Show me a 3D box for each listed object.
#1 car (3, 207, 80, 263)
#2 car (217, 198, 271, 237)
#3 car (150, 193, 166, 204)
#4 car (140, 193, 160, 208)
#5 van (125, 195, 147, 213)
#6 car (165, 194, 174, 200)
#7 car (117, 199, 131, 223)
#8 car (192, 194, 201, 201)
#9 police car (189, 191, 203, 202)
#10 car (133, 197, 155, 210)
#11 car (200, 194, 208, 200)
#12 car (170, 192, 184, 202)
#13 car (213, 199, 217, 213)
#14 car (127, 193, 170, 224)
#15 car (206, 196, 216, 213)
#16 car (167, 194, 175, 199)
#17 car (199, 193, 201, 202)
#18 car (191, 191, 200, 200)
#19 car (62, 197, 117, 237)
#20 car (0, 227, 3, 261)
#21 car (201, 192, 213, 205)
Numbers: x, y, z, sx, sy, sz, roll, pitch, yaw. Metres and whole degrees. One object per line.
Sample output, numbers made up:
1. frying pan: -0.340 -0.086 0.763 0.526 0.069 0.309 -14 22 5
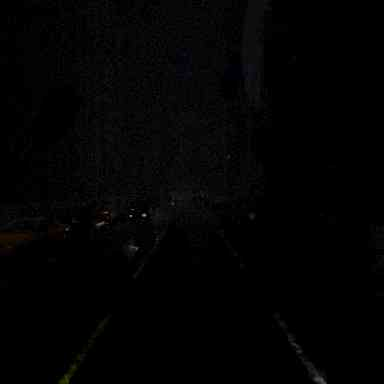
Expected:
1. car: -5.754 1.470 11.709 1.752 1.417 4.829 0 0 0
2. car: 2.777 1.233 17.517 2.192 1.841 5.009 0 0 0
3. car: -5.709 1.073 57.003 2.192 1.841 5.009 0 0 0
4. car: -5.720 1.116 45.722 2.192 1.841 5.009 0 0 0
5. van: -5.731 1.187 34.441 1.690 1.788 3.998 0 0 0
6. car: -5.678 1.201 85.208 2.008 1.369 4.403 0 0 0
7. car: -5.742 1.419 22.990 1.752 1.417 4.829 0 0 0
8. car: 0.977 1.215 75.028 1.812 1.442 4.674 0 0 0
9. police car: 0.910 1.152 65.128 1.930 1.638 5.238 0 0 -1
10. car: -5.725 1.374 40.082 2.008 1.369 4.403 0 0 0
11. car: 2.841 1.216 79.563 1.887 1.381 4.507 0 0 0
12. car: -2.950 1.263 65.300 1.812 1.442 4.674 0 0 1
13. car: 2.783 1.444 23.158 2.008 1.369 4.403 0 0 0
14. car: -3.077 1.110 24.168 2.150 2.045 5.566 0 0 0
15. car: 2.795 1.396 34.439 2.008 1.369 4.403 0 0 0
16. car: -5.673 1.154 90.678 1.752 1.417 4.829 0 0 0
17. car: 2.824 1.302 62.641 1.947 1.339 4.313 0 0 0
18. car: 0.784 0.888 81.035 2.150 2.045 5.566 0 0 -1
19. car: -5.748 1.233 17.518 2.192 1.841 5.009 0 0 0
20. car: -5.759 1.496 6.068 1.752 1.417 4.829 0 0 0
21. car: 2.811 1.219 51.359 1.967 1.590 4.097 0 0 0
